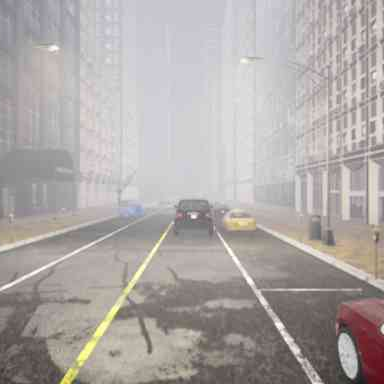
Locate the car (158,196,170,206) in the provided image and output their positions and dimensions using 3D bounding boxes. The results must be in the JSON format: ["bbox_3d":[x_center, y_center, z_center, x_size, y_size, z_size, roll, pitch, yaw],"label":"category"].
[{"bbox_3d":[-5.723,1.896,65.218,1.887,1.381,4.507,0,0,0],"label":"car"}]

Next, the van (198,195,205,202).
[{"bbox_3d":[2.644,1.809,93.712,1.690,1.788,3.998,0,0,0],"label":"van"}]

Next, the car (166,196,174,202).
[{"bbox_3d":[-5.734,1.887,88.012,1.967,1.590,4.097,0,0,0],"label":"car"}]

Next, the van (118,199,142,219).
[{"bbox_3d":[-5.709,1.521,31.031,1.690,1.788,3.998,0,0,0],"label":"van"}]

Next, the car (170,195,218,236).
[{"bbox_3d":[0.091,1.341,19.542,2.150,2.045,5.566,0,0,0],"label":"car"}]

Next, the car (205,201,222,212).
[{"bbox_3d":[2.667,1.805,42.426,1.947,1.339,4.313,0,0,0],"label":"car"}]

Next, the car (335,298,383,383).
[{"bbox_3d":[2.685,1.561,2.538,1.887,1.381,4.507,0,0,0],"label":"car"}]

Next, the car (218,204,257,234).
[{"bbox_3d":[2.678,1.643,19.803,1.752,1.417,4.829,0,0,0],"label":"car"}]

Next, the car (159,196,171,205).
[{"bbox_3d":[-5.727,1.691,70.918,2.192,1.841,5.009,0,0,0],"label":"car"}]

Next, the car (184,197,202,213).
[{"bbox_3d":[0.082,1.585,41.206,2.097,1.767,4.553,0,0,0],"label":"car"}]

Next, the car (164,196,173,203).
[{"bbox_3d":[-5.731,1.864,82.313,1.967,1.590,4.097,0,0,0],"label":"car"}]

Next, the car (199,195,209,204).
[{"bbox_3d":[2.652,1.716,76.617,2.192,1.841,5.009,0,0,0],"label":"car"}]

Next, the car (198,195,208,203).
[{"bbox_3d":[2.649,1.739,82.315,2.192,1.841,5.009,0,0,0],"label":"car"}]
